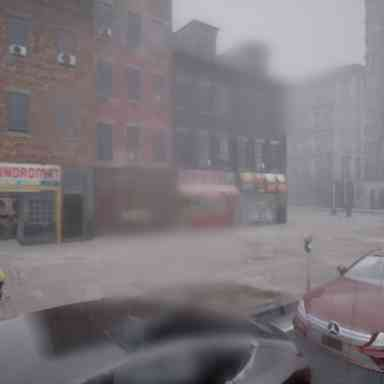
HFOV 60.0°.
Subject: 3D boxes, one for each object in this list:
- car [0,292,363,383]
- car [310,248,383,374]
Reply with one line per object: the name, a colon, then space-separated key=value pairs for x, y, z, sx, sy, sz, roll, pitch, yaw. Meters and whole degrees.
car: x=-1.033 y=1.566 z=2.073 sx=4.313 sy=1.339 sz=1.947 roll=0 pitch=0 yaw=-36
car: x=3.399 y=1.587 z=5.248 sx=4.206 sy=1.307 sz=1.802 roll=0 pitch=0 yaw=-36
